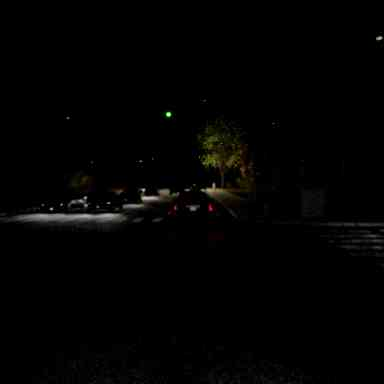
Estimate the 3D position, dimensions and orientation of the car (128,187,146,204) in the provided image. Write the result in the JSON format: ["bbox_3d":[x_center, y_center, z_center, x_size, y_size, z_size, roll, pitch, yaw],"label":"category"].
[{"bbox_3d":[-6.359,0.399,34.551,1.812,1.442,4.674,0,2,1],"label":"car"}]

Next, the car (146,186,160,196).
[{"bbox_3d":[-6.041,-0.144,50.292,2.128,1.511,4.902,0,2,2],"label":"car"}]

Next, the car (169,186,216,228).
[{"bbox_3d":[0.064,0.727,17.032,2.097,1.767,4.553,0,1,0],"label":"car"}]

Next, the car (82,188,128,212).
[{"bbox_3d":[-6.521,0.690,25.497,1.812,1.442,4.674,0,2,1],"label":"car"}]

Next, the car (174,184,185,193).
[{"bbox_3d":[-2.465,-0.699,66.209,1.882,1.535,5.008,0,2,1],"label":"car"}]

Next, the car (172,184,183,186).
[{"bbox_3d":[-2.642,-0.491,56.146,2.097,1.767,4.553,0,2,1],"label":"car"}]

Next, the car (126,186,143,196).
[{"bbox_3d":[-9.222,-0.164,53.634,1.994,1.385,4.181,0,2,2],"label":"car"}]

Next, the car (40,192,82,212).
[{"bbox_3d":[-9.758,0.717,25.846,2.033,1.411,5.357,0,2,1],"label":"car"}]

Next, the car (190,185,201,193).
[{"bbox_3d":[0.785,-0.703,66.151,2.128,1.511,4.902,0,2,1],"label":"car"}]
